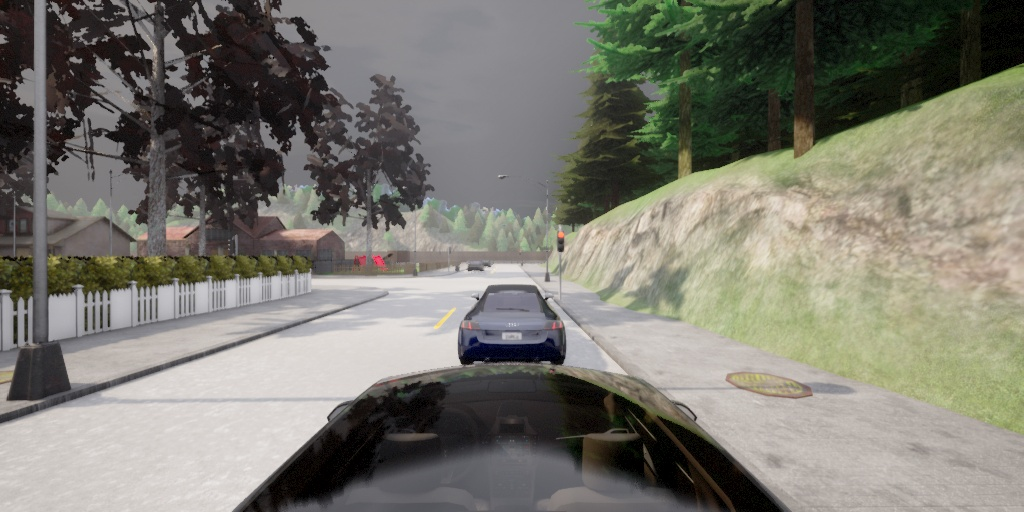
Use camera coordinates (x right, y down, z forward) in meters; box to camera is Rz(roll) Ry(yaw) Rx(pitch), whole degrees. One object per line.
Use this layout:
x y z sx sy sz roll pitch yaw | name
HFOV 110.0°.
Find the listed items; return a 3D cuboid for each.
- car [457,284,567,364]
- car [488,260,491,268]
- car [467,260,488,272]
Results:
0.004 1.313 8.014 1.994 1.385 4.181 0 0 0 | car
-4.623 1.341 61.328 1.895 1.301 4.718 0 0 0 | car
-4.493 1.290 45.059 2.033 1.411 5.357 0 0 0 | car
